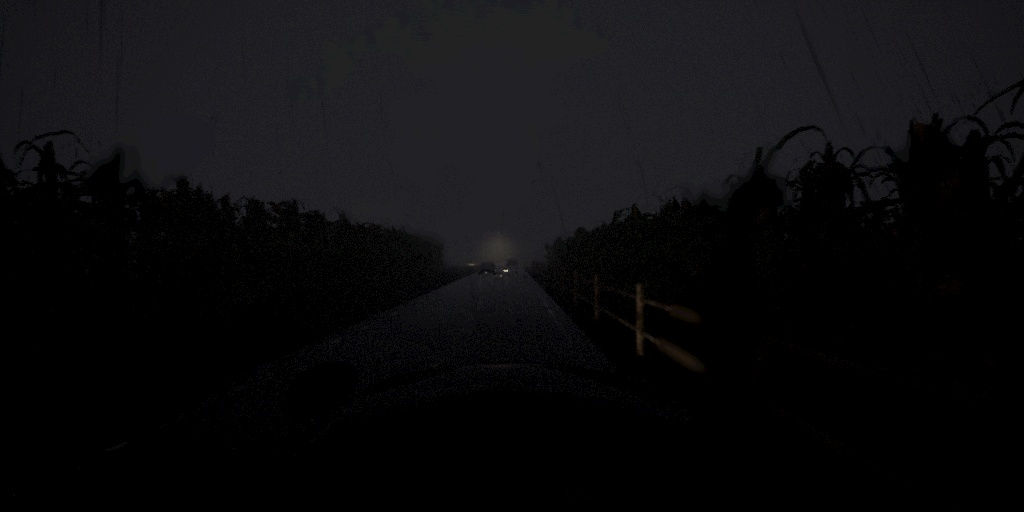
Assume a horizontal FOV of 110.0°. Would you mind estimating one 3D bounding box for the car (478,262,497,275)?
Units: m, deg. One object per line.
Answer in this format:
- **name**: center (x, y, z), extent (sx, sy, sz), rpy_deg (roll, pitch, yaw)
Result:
- **car**: center (-2.709, 1.361, 40.277), extent (2.033, 1.411, 5.357), rpy_deg (0, 0, 0)
